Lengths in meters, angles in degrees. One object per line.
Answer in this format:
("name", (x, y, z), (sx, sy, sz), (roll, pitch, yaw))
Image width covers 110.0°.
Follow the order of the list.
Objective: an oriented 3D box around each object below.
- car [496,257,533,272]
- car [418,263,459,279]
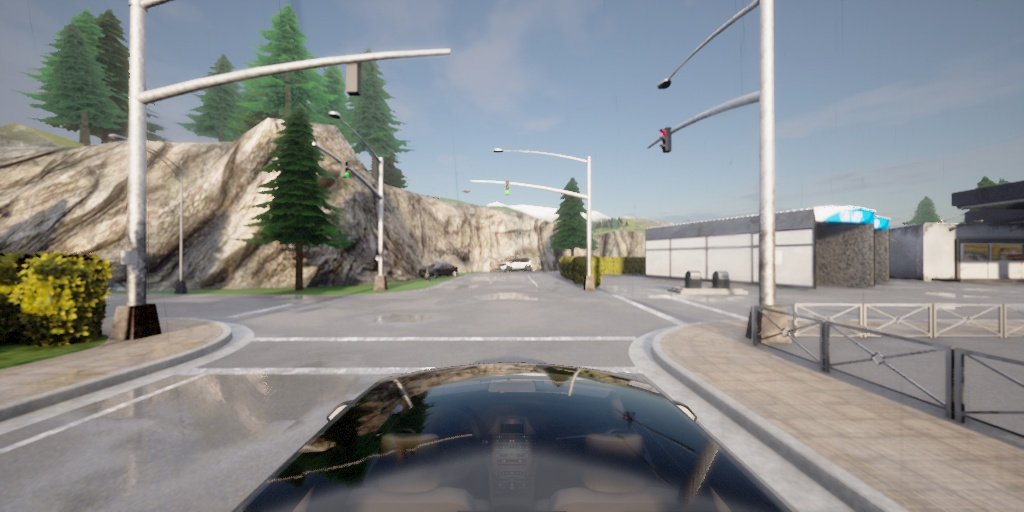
("car", (0.414, 1.255, 51.328), (5.566, 2.045, 2.150), (0, -3, -34))
("car", (-7.348, 1.425, 36.225), (1.882, 1.535, 5.008), (-1, -1, 25))
